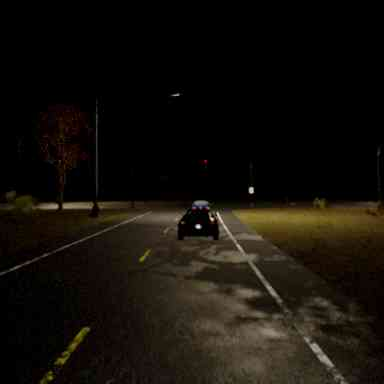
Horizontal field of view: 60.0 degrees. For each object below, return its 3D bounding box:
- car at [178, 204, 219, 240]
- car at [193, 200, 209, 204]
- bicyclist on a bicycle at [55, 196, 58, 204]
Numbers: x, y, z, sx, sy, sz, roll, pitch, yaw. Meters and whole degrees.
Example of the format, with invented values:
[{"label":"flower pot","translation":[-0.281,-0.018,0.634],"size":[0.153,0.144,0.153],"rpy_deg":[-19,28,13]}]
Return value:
[{"label":"car","translation":[0.349,1.528,16.988],"size":[1.994,1.385,4.181],"rpy_deg":[0,0,2]},{"label":"car","translation":[0.890,1.467,32.090],"size":[2.033,1.411,5.357],"rpy_deg":[0,0,3]},{"label":"bicyclist on a bicycle","translation":[-24.503,1.437,60.596],"size":[0.582,1.620,1.656],"rpy_deg":[-1,0,6]}]
